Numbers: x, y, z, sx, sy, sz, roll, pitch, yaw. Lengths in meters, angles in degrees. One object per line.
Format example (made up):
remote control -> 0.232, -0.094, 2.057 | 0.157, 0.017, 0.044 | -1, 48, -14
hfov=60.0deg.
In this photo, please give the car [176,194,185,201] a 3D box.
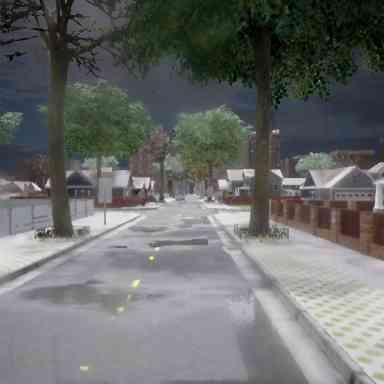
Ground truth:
car -> -2.750, 1.371, 81.153 | 2.097, 1.767, 4.553 | 0, 0, 0
